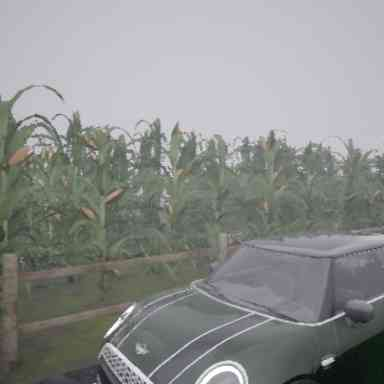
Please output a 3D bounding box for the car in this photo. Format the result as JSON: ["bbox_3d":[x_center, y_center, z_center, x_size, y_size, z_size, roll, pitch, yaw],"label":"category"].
[{"bbox_3d":[1.242,1.347,3.961,4.553,1.767,2.097,0,0,-36],"label":"car"}]
